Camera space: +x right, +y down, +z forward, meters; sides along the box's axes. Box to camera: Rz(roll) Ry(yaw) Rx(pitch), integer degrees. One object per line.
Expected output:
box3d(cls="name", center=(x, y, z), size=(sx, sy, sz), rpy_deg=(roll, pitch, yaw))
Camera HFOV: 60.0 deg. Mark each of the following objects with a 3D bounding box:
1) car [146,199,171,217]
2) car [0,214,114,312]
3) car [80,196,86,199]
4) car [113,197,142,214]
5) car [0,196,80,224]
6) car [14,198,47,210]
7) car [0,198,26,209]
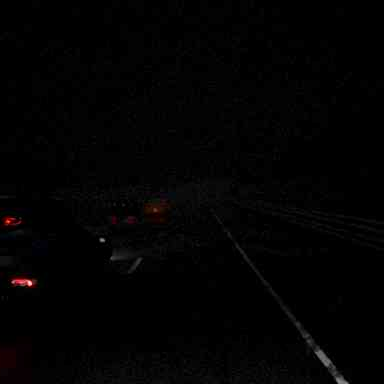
box3d(cls="car", center=(-2.967, 1.368, 30.229), size=(1.882, 1.535, 5.008), rpy_deg=(0, 0, 1))
box3d(cls="car", center=(-3.358, 1.508, 7.899), size=(2.033, 1.411, 5.357), rpy_deg=(0, 0, 0))
box3d(cls="car", center=(-16.548, 1.382, 47.965), size=(1.837, 1.490, 4.892), rpy_deg=(0, 0, 3))
box3d(cls="car", center=(-6.380, 1.235, 33.299), size=(2.097, 1.767, 4.553), rpy_deg=(0, 0, 2))
box3d(cls="car", center=(-6.797, 1.153, 13.719), size=(2.150, 2.045, 5.566), rpy_deg=(0, 0, 1))
box3d(cls="car", center=(-20.285, 1.426, 42.071), size=(1.994, 1.385, 4.181), rpy_deg=(0, 0, 2))
box3d(cls="car", center=(-23.748, 1.458, 43.178), size=(1.895, 1.301, 4.718), rpy_deg=(0, 0, 2))
